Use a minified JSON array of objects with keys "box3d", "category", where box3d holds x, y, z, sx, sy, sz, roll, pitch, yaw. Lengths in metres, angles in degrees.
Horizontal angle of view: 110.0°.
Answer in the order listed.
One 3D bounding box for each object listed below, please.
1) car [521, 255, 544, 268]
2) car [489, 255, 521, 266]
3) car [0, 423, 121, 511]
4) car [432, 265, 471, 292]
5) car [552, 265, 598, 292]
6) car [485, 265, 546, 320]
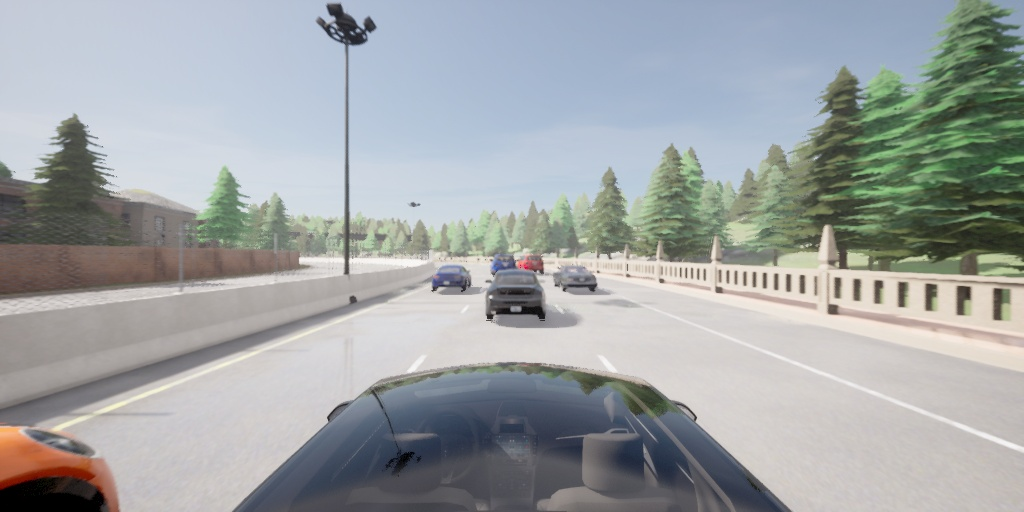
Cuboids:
[{"box3d":[1.906,0.890,38.642,2.150,2.045,5.566,0,0,-9],"category":"car"},{"box3d":[-0.890,0.897,33.967,2.150,2.045,5.566,0,0,-7],"category":"car"},{"box3d":[-3.403,1.104,0.220,2.097,1.767,4.553,0,0,0],"category":"car"},{"box3d":[-3.450,1.230,20.919,1.812,1.442,4.674,0,0,-1],"category":"car"},{"box3d":[3.563,1.254,21.028,2.033,1.411,5.357,0,0,-1],"category":"car"},{"box3d":[0.112,1.230,12.454,1.837,1.490,4.892,0,0,0],"category":"car"}]
